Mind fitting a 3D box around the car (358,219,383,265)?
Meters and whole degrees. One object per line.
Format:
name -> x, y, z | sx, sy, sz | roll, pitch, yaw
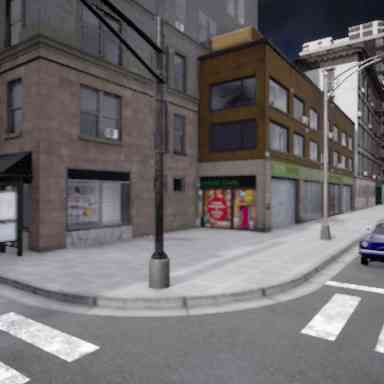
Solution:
car -> 6.859, 1.605, 11.025 | 1.895, 1.301, 4.718 | 0, 0, 35
